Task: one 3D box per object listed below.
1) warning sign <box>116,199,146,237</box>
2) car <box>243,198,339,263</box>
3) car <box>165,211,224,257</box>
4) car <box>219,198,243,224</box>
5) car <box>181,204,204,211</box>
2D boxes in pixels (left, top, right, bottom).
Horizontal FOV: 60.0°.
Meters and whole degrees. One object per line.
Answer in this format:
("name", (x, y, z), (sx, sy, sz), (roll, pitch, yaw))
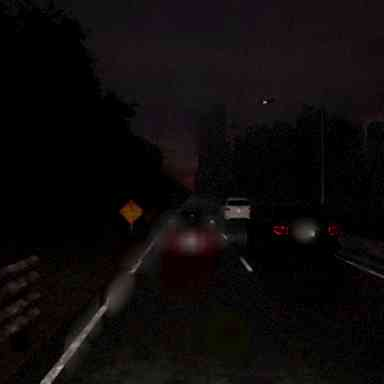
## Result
("warning sign", (-3.043, 1.275, 16.796), (1.300, 1.860, 1.060), (0, 0, 0))
("car", (3.514, 1.345, 12.575), (2.150, 2.045, 5.566), (0, 0, 0))
("car", (0.024, 1.693, 13.536), (1.994, 1.385, 4.181), (0, 0, 1))
("car", (3.519, 1.486, 27.562), (2.150, 2.045, 5.566), (0, 0, 0))
("car", (0.038, 1.754, 29.237), (1.882, 1.535, 5.008), (0, 0, 1))
